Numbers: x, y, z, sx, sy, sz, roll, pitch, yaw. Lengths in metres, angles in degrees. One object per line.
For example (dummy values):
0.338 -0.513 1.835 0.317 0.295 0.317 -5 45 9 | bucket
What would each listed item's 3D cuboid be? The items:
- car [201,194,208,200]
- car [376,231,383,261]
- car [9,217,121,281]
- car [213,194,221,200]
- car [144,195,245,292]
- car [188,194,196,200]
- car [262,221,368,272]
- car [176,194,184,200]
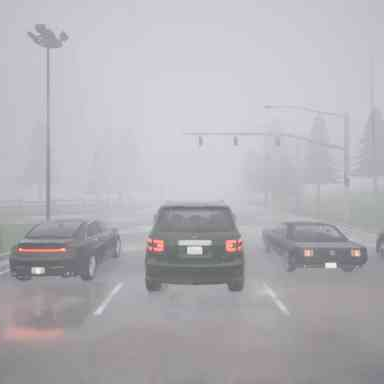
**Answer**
3.548 1.302 93.451 1.882 1.535 5.008 0 0 0 | car
7.076 1.491 9.213 2.128 1.511 4.902 0 0 0 | car
-3.422 1.504 9.844 1.837 1.490 4.892 0 0 0 | car
7.048 1.376 93.449 1.994 1.385 4.181 0 0 0 | car
0.074 1.221 9.095 2.150 2.045 5.566 0 0 0 | car
0.048 1.349 93.452 2.128 1.511 4.902 0 0 0 | car
3.585 1.600 10.760 1.895 1.301 4.718 0 0 0 | car
-3.452 1.364 93.454 2.033 1.411 5.357 0 0 0 | car
